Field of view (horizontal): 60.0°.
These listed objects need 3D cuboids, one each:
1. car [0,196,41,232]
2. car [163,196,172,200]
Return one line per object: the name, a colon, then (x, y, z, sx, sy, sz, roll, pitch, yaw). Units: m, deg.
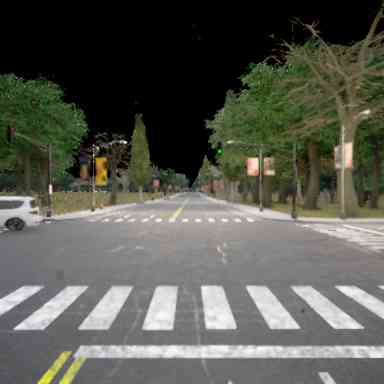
car: (-11.536, 1.277, 18.719, 5.566, 2.045, 2.150, 0, 4, -22)
car: (-6.485, 1.729, 88.361, 1.837, 1.490, 4.892, 0, 0, 0)
